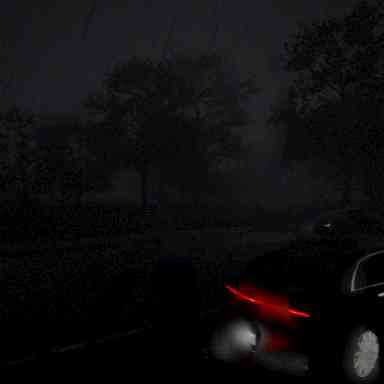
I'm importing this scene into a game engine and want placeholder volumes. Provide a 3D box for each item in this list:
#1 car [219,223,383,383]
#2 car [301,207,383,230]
[{"bbox_3d":[2.683,1.499,5.383,4.892,1.490,1.837,0,0,-34],"label":"car"},{"bbox_3d":[7.654,1.504,16.792,4.674,1.442,1.812,0,0,-29],"label":"car"}]
